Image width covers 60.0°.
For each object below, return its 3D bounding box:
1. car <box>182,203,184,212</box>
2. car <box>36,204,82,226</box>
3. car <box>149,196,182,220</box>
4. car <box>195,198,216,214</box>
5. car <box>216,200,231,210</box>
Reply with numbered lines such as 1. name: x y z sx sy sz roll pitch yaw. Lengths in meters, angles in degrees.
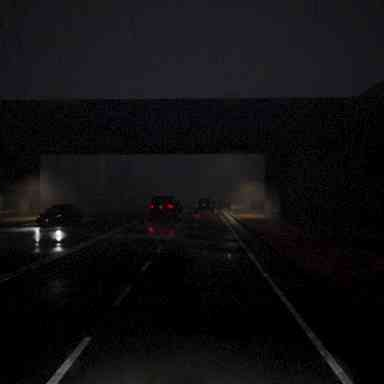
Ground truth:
1. car: -2.063 1.734 38.779 1.994 1.385 4.181 0 0 1
2. car: -9.670 1.632 24.653 1.812 1.442 4.674 0 0 2
3. car: -2.396 1.351 29.438 2.150 2.045 5.566 0 0 2
4. car: 1.471 1.523 38.706 2.097 1.767 4.553 0 0 3
5. car: 3.926 1.812 47.593 1.895 1.301 4.718 0 0 30
